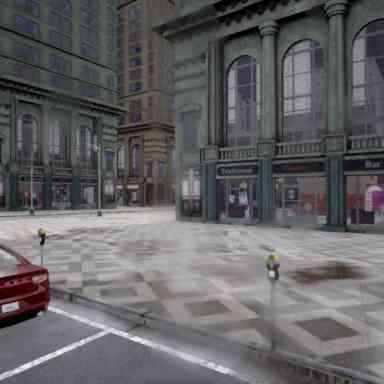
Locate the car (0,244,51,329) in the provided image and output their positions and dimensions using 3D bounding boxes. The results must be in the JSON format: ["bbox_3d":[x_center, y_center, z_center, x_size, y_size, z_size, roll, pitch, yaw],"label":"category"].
[{"bbox_3d":[-4.460,1.545,6.147,4.507,1.381,1.887,0,0,35],"label":"car"}]
